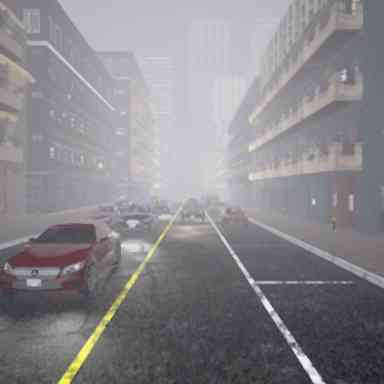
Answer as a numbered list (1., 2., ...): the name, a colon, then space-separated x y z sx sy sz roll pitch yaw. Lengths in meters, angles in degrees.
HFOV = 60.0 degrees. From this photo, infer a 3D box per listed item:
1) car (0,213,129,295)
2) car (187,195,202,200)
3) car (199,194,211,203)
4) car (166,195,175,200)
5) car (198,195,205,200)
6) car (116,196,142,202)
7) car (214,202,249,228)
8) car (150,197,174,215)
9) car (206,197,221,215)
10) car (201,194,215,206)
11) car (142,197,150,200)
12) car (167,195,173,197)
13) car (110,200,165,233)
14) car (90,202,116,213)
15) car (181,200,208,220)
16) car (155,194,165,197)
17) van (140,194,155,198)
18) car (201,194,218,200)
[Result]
1. car: -3.095 1.520 8.837 1.812 1.442 4.674 0 0 0
2. car: 0.061 1.482 43.876 1.837 1.490 4.892 0 1 0
3. car: 2.620 1.278 66.721 2.192 1.841 5.009 -1 0 0
4. car: -5.776 1.504 89.151 2.008 1.369 4.403 -1 0 0
5. car: 2.599 1.476 94.901 1.752 1.417 4.829 -1 0 0
6. car: -5.692 1.424 27.528 1.967 1.590 4.097 -1 0 0
7. car: 2.662 1.569 21.905 1.802 1.307 4.206 -1 0 0
8. car: -3.070 1.545 33.626 1.994 1.385 4.181 0 0 0
9. car: 2.652 1.506 33.279 1.752 1.417 4.829 -1 0 0
10. car: 2.629 1.284 55.517 2.192 1.841 5.009 -1 0 0
11. car: -5.695 1.532 33.130 2.008 1.369 4.403 -1 0 0
12. car: -5.762 1.543 72.345 1.802 1.307 4.206 -1 0 0
13. car: -3.068 1.481 19.733 2.128 1.511 4.902 0 0 0
14. car: -5.685 1.569 21.927 1.802 1.307 4.206 -1 0 0
15. car: 0.077 1.585 27.552 1.895 1.301 4.718 0 0 0
16. car: -5.736 1.287 49.936 2.192 1.841 5.009 -1 0 0
17. van: -5.703 1.319 38.732 1.690 1.788 3.998 -1 0 0
18. car: 2.639 1.289 44.313 2.192 1.841 5.009 -1 0 0
